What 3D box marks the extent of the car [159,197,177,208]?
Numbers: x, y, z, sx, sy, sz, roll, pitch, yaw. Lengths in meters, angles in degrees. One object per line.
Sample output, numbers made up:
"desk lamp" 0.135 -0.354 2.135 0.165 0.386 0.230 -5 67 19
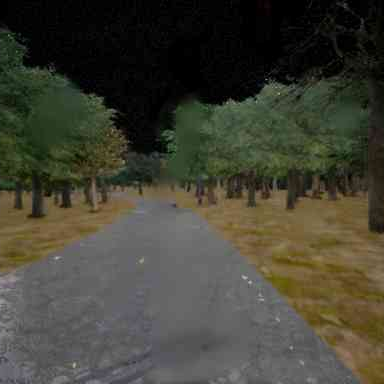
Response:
"car" -3.338 1.585 48.990 1.994 1.385 4.181 0 0 -8
